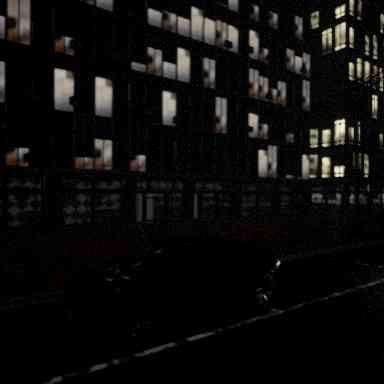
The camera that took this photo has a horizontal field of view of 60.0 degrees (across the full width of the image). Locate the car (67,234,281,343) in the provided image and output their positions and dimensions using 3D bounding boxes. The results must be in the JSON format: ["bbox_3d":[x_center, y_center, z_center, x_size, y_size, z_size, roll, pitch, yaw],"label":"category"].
[{"bbox_3d":[-0.106,1.560,6.457,4.313,1.339,1.947,0,0,-35],"label":"car"}]
